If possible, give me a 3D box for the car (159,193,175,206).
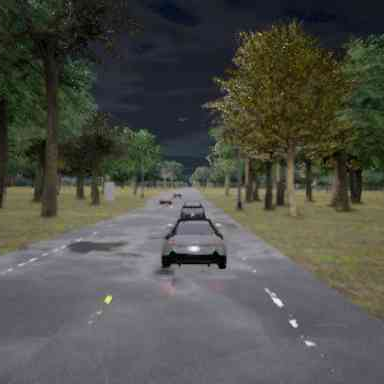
[{"bbox_3d":[-3.885,1.210,49.600,1.882,1.535,5.008,0,1,-3],"label":"car"}]

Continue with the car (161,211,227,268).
[{"bbox_3d":[0.072,1.554,11.300,1.994,1.385,4.181,0,0,0],"label":"car"}]

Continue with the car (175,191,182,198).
[{"bbox_3d":[-3.350,0.689,76.956,1.812,1.442,4.674,0,1,-2],"label":"car"}]

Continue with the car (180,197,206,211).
[{"bbox_3d":[0.077,1.429,26.581,2.128,1.511,4.902,0,0,0],"label":"car"}]

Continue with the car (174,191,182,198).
[{"bbox_3d":[-3.487,0.541,84.474,1.882,1.535,5.008,0,1,0],"label":"car"}]
